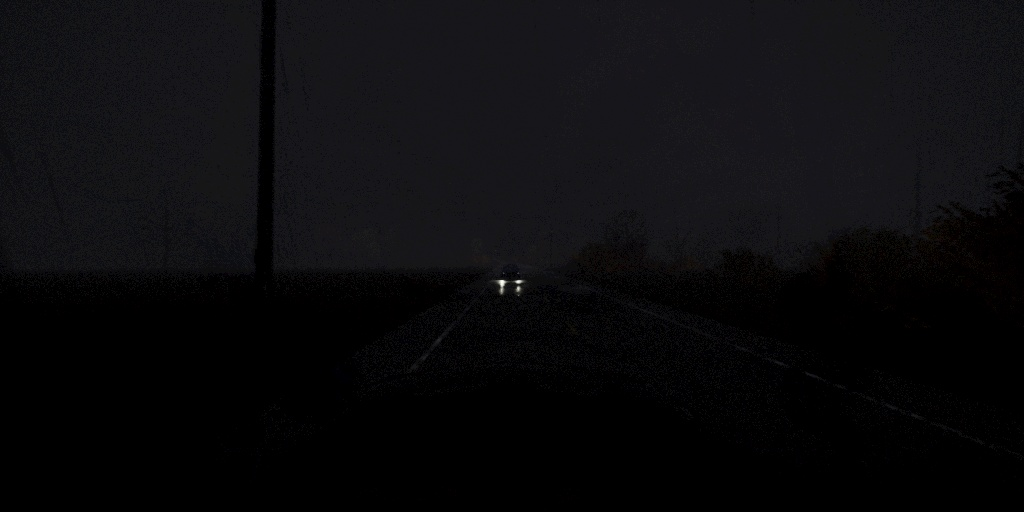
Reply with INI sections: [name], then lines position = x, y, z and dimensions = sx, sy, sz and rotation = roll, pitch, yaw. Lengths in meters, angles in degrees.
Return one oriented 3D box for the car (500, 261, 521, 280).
[car]
position = -0.163, 1.523, 35.939
dimensions = 1.882, 1.535, 5.008
rotation = 1, 0, 0
